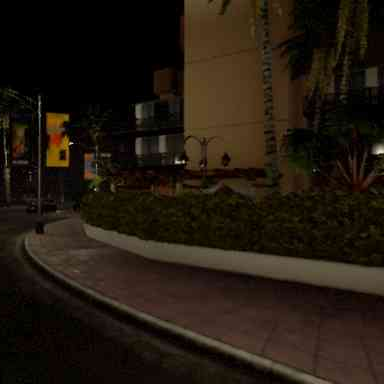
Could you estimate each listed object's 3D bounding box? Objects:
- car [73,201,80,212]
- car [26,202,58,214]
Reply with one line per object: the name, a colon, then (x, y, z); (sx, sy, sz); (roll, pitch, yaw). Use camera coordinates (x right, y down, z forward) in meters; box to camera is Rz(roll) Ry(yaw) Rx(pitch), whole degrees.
car: (-13.795, 1.803, 43.781); (2.128, 1.511, 4.902); (0, 0, 10)
car: (-17.922, 1.836, 39.986); (1.994, 1.385, 4.181); (0, 0, 8)
